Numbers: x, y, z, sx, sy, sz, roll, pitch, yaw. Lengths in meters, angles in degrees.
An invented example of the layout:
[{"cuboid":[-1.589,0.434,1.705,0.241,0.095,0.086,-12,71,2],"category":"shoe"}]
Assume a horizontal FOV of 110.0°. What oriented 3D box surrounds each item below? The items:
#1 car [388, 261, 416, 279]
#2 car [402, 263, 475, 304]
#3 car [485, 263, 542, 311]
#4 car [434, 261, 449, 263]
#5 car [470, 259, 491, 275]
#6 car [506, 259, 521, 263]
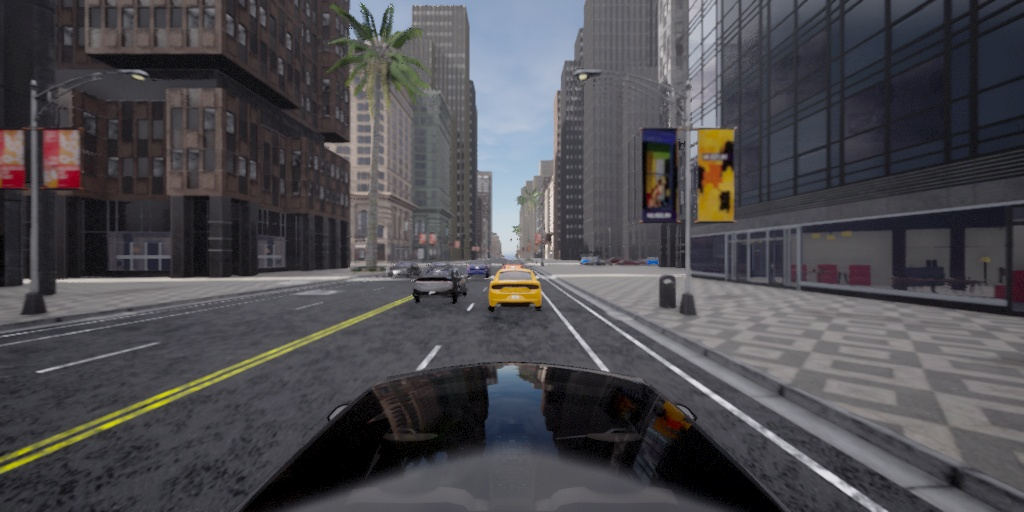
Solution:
[{"cuboid":[-9.818,1.241,32.780,2.128,1.511,4.902,0,0,0],"category":"car"},{"cuboid":[-3.138,1.241,16.457,2.128,1.511,4.902,0,0,0],"category":"car"},{"cuboid":[0.118,1.228,14.526,1.882,1.535,5.008,0,0,0],"category":"car"},{"cuboid":[-6.569,1.242,32.779,2.128,1.511,4.902,0,0,0],"category":"car"},{"cuboid":[-3.122,1.104,34.432,2.097,1.767,4.553,0,0,0],"category":"car"},{"cuboid":[0.129,1.105,34.429,2.097,1.767,4.553,0,0,0],"category":"car"}]
